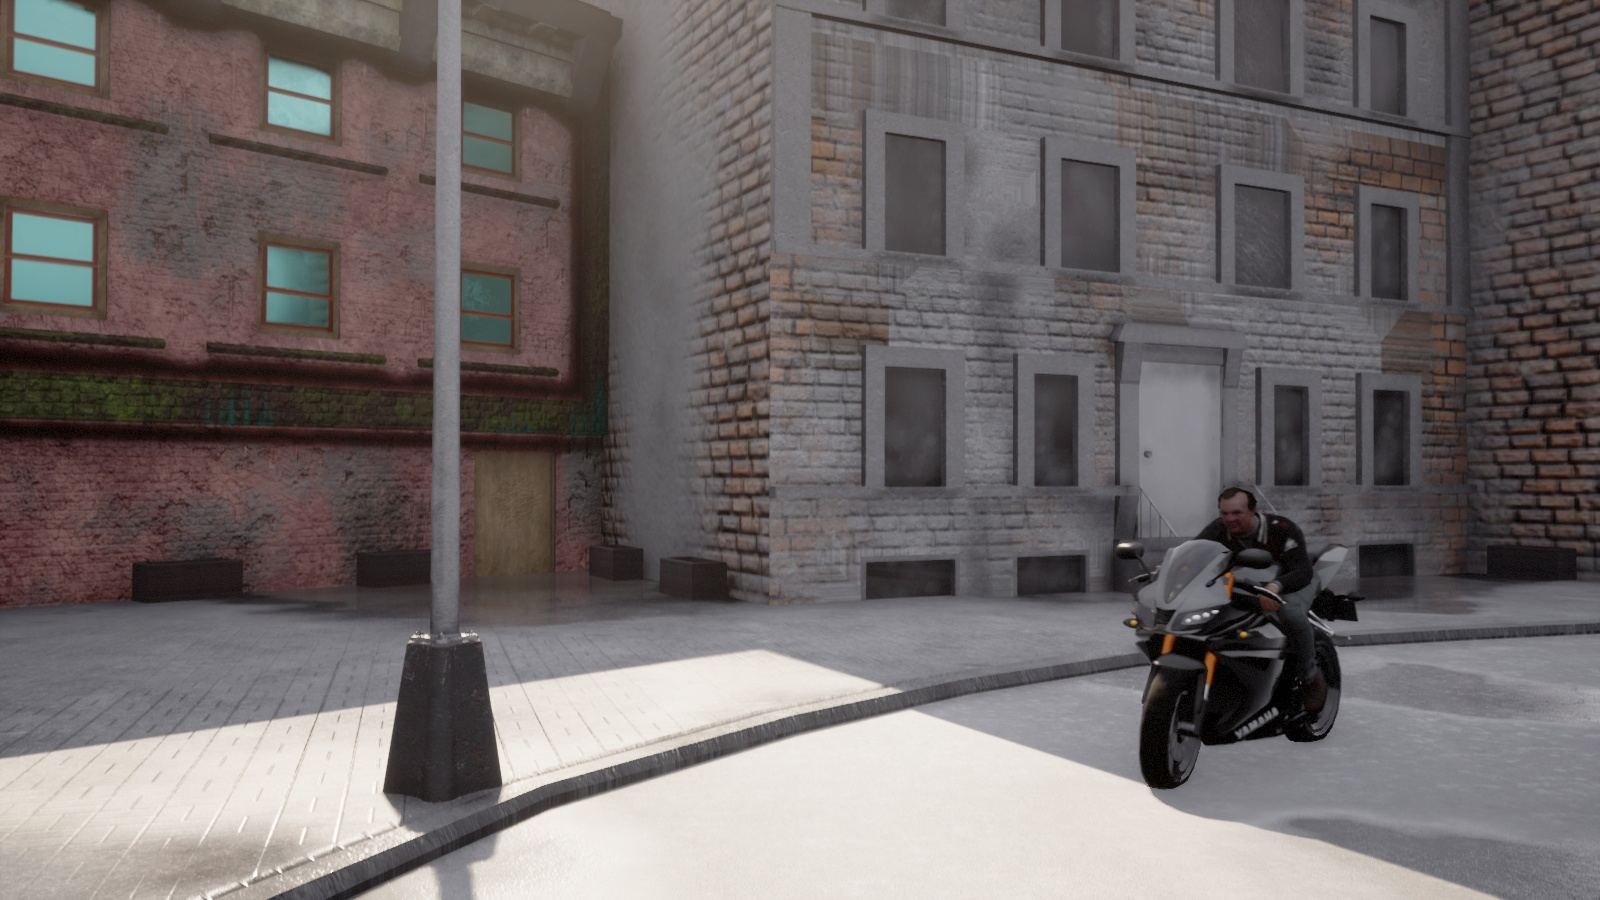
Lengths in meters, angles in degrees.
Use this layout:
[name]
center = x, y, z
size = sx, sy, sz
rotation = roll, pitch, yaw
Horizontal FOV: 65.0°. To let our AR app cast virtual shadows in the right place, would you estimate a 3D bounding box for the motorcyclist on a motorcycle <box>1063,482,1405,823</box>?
[motorcyclist on a motorcycle]
center = 2.434, 0.961, 6.865
size = 2.191, 1.530, 0.866
rotation = 0, -1, -44
